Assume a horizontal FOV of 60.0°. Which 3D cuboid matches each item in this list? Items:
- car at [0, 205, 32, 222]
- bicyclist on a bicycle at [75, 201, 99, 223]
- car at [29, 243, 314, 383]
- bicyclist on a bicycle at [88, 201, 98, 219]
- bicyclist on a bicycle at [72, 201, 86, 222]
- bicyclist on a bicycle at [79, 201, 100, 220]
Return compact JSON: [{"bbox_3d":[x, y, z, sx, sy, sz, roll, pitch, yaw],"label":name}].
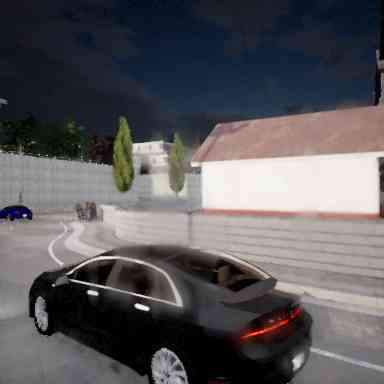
[{"bbox_3d":[-16.558,1.952,31.038,4.674,1.442,1.812,-1,-1,42],"label":"car"},{"bbox_3d":[-8.016,1.605,25.775,0.582,1.620,1.656,-1,0,38],"label":"bicyclist on a bicycle"},{"bbox_3d":[-0.718,1.557,5.080,4.892,1.490,1.837,-1,0,41],"label":"car"},{"bbox_3d":[-9.238,1.665,30.999,0.582,1.620,1.656,0,-1,-25],"label":"bicyclist on a bicycle"},{"bbox_3d":[-9.872,1.714,29.002,0.582,1.620,1.656,-6,-4,-32],"label":"bicyclist on a bicycle"},{"bbox_3d":[-9.278,1.658,30.152,1.656,1.620,0.582,-1,-1,-5],"label":"bicyclist on a bicycle"}]
